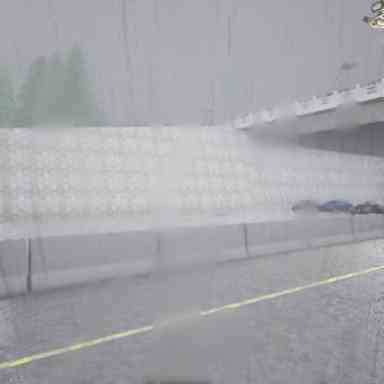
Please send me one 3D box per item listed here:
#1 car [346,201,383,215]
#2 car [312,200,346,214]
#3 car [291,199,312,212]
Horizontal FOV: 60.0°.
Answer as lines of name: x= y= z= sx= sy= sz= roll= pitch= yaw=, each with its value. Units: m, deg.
car: x=18.026 y=1.670 z=33.925 sx=4.181 sy=1.385 sz=1.994 roll=0 pitch=0 yaw=-35
car: x=15.871 y=1.578 z=36.688 sx=5.008 sy=1.535 sz=1.882 roll=0 pitch=0 yaw=-35
car: x=13.823 y=1.622 z=39.523 sx=4.674 sy=1.442 sz=1.812 roll=0 pitch=0 yaw=-35
